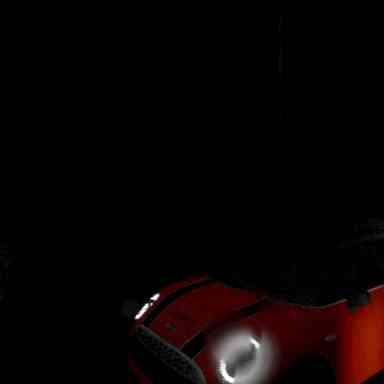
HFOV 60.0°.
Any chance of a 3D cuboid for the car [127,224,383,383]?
[{"bbox_3d":[1.465,1.374,4.426,4.553,1.767,2.097,0,0,-36],"label":"car"}]
